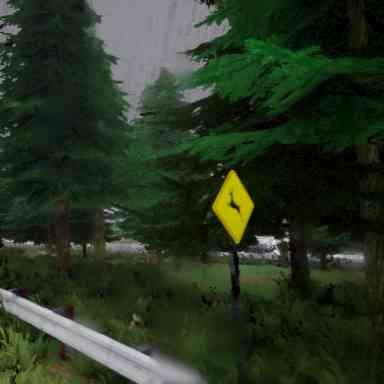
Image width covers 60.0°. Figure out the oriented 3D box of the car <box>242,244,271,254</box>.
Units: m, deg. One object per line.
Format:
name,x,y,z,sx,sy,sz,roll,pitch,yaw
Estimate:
car,9.820,8.442,49.763,4.718,1.301,1.895,-5,-2,40
